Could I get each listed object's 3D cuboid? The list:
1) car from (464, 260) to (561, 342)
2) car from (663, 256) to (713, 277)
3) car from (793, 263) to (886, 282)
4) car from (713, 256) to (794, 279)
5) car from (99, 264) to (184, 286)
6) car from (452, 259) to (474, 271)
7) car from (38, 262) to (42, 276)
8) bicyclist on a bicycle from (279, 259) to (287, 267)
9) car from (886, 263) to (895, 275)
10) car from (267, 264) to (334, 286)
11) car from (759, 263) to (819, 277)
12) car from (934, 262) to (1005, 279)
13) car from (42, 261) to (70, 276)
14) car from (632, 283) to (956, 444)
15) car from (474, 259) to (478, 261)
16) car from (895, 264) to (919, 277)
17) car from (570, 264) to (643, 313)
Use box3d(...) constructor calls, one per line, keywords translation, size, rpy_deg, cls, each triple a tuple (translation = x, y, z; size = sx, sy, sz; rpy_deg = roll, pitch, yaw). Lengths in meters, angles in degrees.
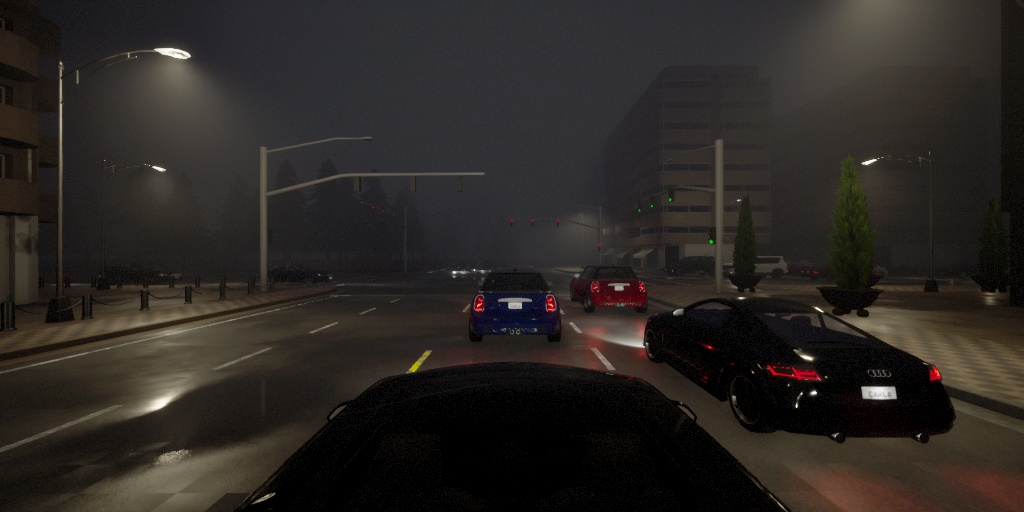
box3d(translation=(0.085, 1.102, 9.945), size=(2.097, 1.767, 4.553), rpy_deg=(0, 0, 0), cls="car")
box3d(translation=(18.432, 1.028, 36.537), size=(5.566, 2.045, 2.150), rpy_deg=(0, 0, 0), cls="car")
box3d(translation=(26.732, 1.353, 29.355), size=(5.357, 1.411, 2.033), rpy_deg=(0, 0, 0), cls="car")
box3d(translation=(22.178, 1.027, 33.051), size=(5.566, 2.045, 2.150), rpy_deg=(0, 0, 0), cls="car")
box3d(translation=(-26.410, 1.297, 25.678), size=(4.902, 1.511, 2.128), rpy_deg=(0, 0, 0), cls="car")
box3d(translation=(-6.845, 1.314, 48.692), size=(1.994, 1.385, 4.181), rpy_deg=(0, 0, 3), cls="car")
box3d(translation=(-37.626, 1.298, 25.645), size=(4.902, 1.511, 2.128), rpy_deg=(0, 0, 0), cls="car")
box3d(translation=(-25.600, 1.106, 40.164), size=(0.582, 1.620, 1.656), rpy_deg=(0, 0, 0), cls="bicyclist on a bicycle")
box3d(translation=(31.815, 1.331, 33.081), size=(4.674, 1.442, 1.812), rpy_deg=(0, 0, 0), cls="car")
box3d(translation=(-15.214, 1.297, 25.460), size=(4.902, 1.511, 2.128), rpy_deg=(0, 0, 5), cls="car")
box3d(translation=(28.192, 1.406, 36.571), size=(4.718, 1.301, 1.895), rpy_deg=(0, 0, 0), cls="car")
box3d(translation=(42.139, 1.283, 33.101), size=(5.008, 1.535, 1.882), rpy_deg=(0, 0, 0), cls="car")
box3d(translation=(-47.983, 1.297, 36.303), size=(4.902, 1.511, 2.128), rpy_deg=(0, 0, 0), cls="car")
box3d(translation=(3.608, 1.314, 5.531), size=(1.994, 1.385, 4.181), rpy_deg=(0, 0, 0), cls="car")
box3d(translation=(-6.229, 1.255, 57.580), size=(1.837, 1.490, 4.892), rpy_deg=(0, 0, 7), cls="car")
box3d(translation=(38.238, 1.406, 36.598), size=(4.718, 1.301, 1.895), rpy_deg=(0, 0, 0), cls="car")
box3d(translation=(3.609, 1.102, 14.172), size=(2.097, 1.767, 4.553), rpy_deg=(0, 0, 0), cls="car")
